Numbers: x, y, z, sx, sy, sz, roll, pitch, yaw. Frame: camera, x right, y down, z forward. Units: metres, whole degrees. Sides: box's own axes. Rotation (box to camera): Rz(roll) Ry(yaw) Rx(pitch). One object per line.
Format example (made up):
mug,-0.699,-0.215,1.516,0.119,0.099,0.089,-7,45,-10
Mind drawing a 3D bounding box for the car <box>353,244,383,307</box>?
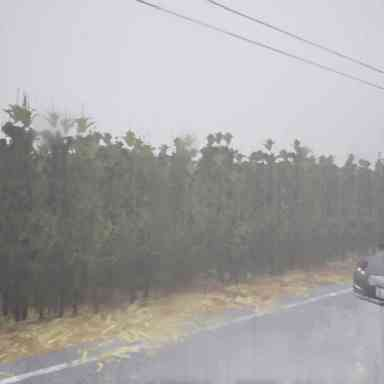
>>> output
car,5.502,1.591,7.285,4.902,1.511,2.128,1,0,-34
